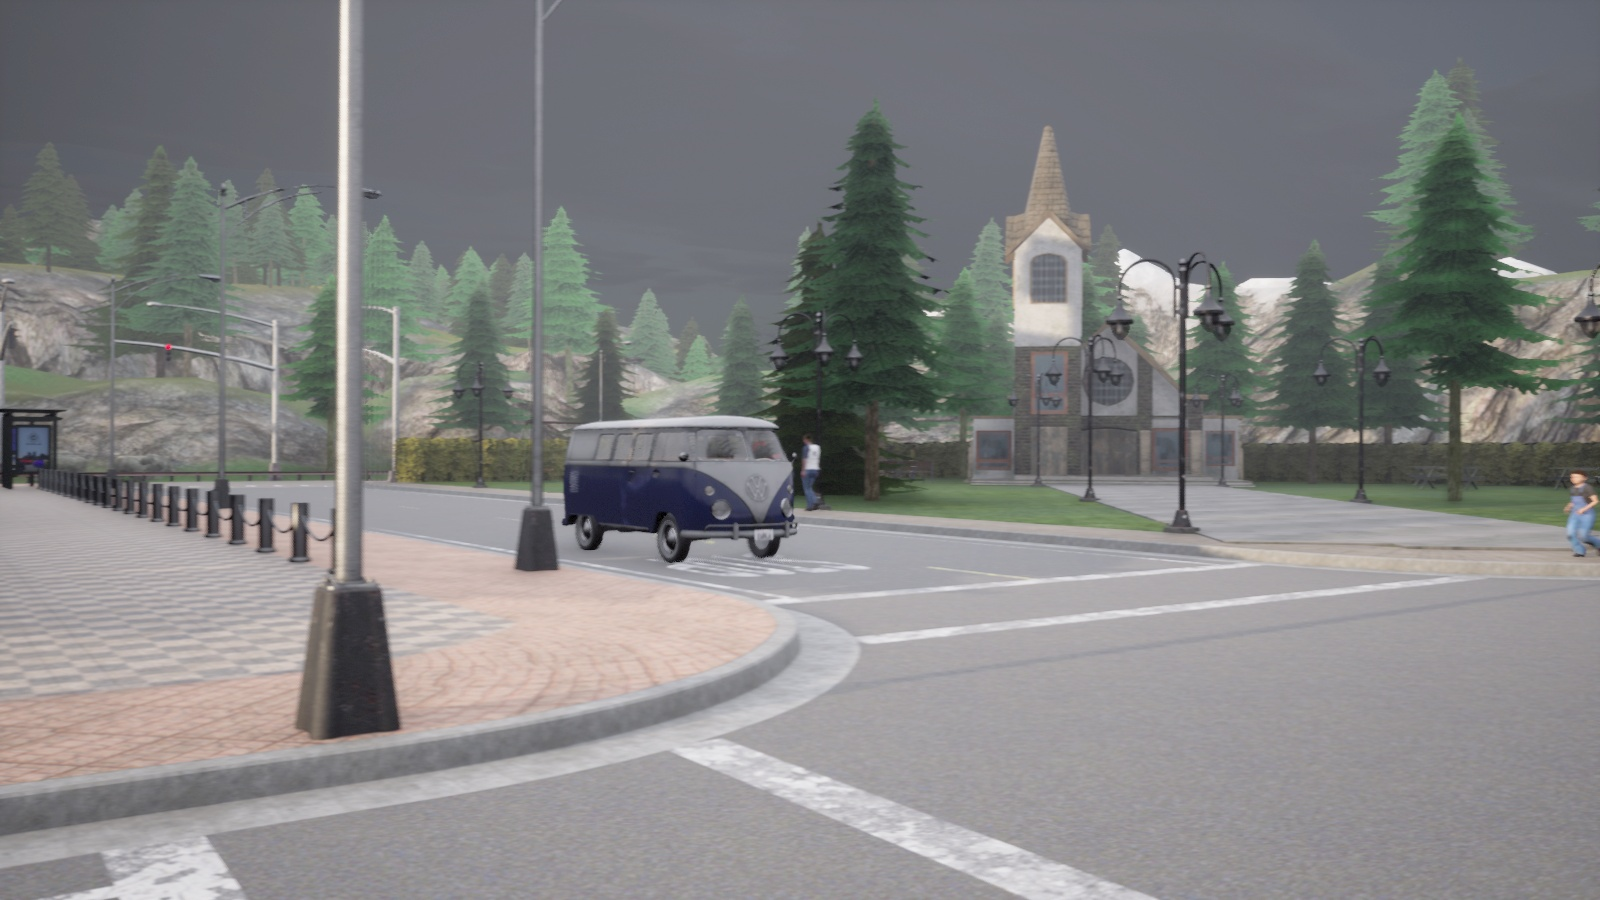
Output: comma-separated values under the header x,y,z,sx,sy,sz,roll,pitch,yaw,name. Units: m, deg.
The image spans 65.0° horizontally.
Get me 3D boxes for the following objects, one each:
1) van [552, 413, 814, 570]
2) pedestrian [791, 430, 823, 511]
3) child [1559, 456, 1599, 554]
x,y,z,sx,sy,sz,roll,pitch,yaw,name
-1.827,0.530,18.153,1.775,1.987,4.442,0,0,-35,van
0.169,0.465,28.760,0.354,1.836,0.706,0,0,-41,pedestrian
10.248,0.714,16.495,0.437,1.263,0.270,0,0,-20,child
